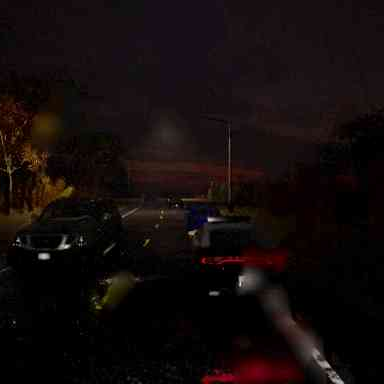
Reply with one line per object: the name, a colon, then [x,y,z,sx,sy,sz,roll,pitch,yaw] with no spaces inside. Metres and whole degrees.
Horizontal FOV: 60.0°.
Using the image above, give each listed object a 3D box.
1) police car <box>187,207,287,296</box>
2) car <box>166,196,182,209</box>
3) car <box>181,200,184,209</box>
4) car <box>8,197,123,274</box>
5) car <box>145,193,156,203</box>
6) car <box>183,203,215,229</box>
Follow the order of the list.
police car: [0.947,1.424,8.773,1.930,1.638,5.238,0,0,-1]
car: [-2.204,1.483,45.618,1.837,1.490,4.892,0,0,-5]
car: [0.356,1.514,24.741,1.812,1.442,4.674,0,0,-3]
car: [-3.701,1.219,10.914,2.150,2.045,5.566,0,0,-1]
car: [-8.872,1.174,71.158,2.150,2.045,5.566,0,0,-8]
car: [0.640,1.472,18.714,1.882,1.535,5.008,0,0,-2]
